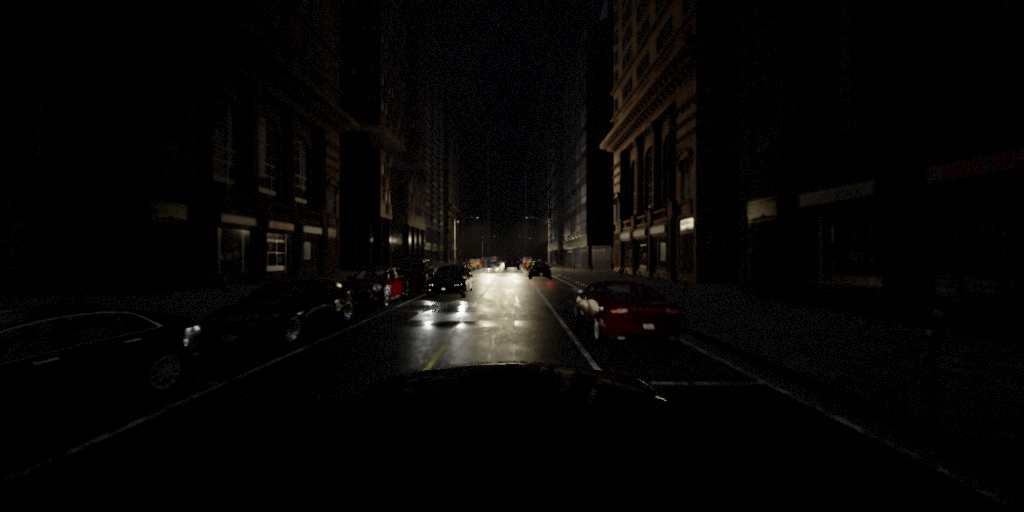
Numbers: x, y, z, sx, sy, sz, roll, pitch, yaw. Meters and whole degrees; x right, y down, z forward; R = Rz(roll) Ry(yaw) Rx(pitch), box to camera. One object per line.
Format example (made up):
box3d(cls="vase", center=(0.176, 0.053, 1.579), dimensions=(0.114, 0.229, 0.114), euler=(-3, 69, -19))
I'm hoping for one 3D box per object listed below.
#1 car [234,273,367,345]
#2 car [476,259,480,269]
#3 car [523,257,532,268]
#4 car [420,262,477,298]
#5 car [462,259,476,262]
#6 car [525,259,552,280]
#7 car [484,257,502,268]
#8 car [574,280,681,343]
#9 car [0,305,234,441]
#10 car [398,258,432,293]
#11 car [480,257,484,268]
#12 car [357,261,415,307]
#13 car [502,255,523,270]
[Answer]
box3d(cls="car", center=(-5.761, 1.309, 9.488), dimensions=(1.948, 1.339, 4.313), euler=(0, 0, 0))
box3d(cls="car", center=(-5.755, 1.236, 48.530), dimensions=(1.751, 1.417, 4.829), euler=(0, 0, 0))
box3d(cls="car", center=(2.771, 1.236, 48.876), dimensions=(1.751, 1.417, 4.829), euler=(0, 0, 0))
box3d(cls="car", center=(-3.095, 1.240, 18.570), dimensions=(1.837, 1.490, 4.892), euler=(0, 0, 0))
box3d(cls="car", center=(-5.756, 1.297, 43.098), dimensions=(1.802, 1.307, 4.207), euler=(0, 0, 0))
box3d(cls="car", center=(2.356, 1.250, 31.182), dimensions=(1.812, 1.442, 4.674), euler=(0, 0, 0))
box3d(cls="car", center=(-3.042, 1.267, 58.576), dimensions=(1.994, 1.385, 4.181), euler=(0, 0, 0))
box3d(cls="car", center=(2.764, 1.288, 9.492), dimensions=(1.888, 1.381, 4.507), euler=(0, 0, 0))
box3d(cls="car", center=(-5.762, 1.299, 3.886), dimensions=(2.007, 1.370, 4.403), euler=(0, 0, 0))
box3d(cls="car", center=(-5.759, 1.048, 20.691), dimensions=(2.192, 1.841, 5.009), euler=(0, 0, 0))
box3d(cls="car", center=(-5.754, 1.146, 54.302), dimensions=(1.967, 1.591, 4.097), euler=(0, 0, 0))
box3d(cls="car", center=(-5.760, 1.178, 15.089), dimensions=(1.967, 1.591, 4.097), euler=(0, 0, 0))
box3d(cls="car", center=(0.010, 0.932, 50.713), dimensions=(2.150, 2.045, 5.566), euler=(0, 0, 0))
